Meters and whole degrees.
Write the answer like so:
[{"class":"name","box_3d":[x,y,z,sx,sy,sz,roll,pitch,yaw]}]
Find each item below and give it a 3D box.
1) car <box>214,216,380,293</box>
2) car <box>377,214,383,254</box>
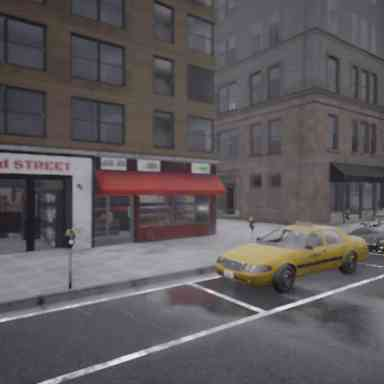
[{"class":"car","box_3d":[2.777,1.471,8.739,4.829,1.417,1.752,-1,1,-36]},{"class":"car","box_3d":[7.387,1.455,12.028,4.403,1.369,2.008,-1,1,-36]}]
